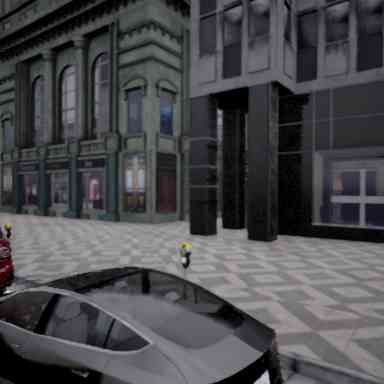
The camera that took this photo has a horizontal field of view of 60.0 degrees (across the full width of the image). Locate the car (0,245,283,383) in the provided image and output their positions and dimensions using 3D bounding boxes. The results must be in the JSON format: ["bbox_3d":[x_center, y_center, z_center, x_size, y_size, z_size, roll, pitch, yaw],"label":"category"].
[{"bbox_3d":[-1.163,1.556,3.791,4.313,1.339,1.947,0,0,36],"label":"car"}]

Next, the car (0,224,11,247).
[{"bbox_3d":[-5.751,1.285,7.064,5.009,1.841,2.192,0,0,36],"label":"car"}]
